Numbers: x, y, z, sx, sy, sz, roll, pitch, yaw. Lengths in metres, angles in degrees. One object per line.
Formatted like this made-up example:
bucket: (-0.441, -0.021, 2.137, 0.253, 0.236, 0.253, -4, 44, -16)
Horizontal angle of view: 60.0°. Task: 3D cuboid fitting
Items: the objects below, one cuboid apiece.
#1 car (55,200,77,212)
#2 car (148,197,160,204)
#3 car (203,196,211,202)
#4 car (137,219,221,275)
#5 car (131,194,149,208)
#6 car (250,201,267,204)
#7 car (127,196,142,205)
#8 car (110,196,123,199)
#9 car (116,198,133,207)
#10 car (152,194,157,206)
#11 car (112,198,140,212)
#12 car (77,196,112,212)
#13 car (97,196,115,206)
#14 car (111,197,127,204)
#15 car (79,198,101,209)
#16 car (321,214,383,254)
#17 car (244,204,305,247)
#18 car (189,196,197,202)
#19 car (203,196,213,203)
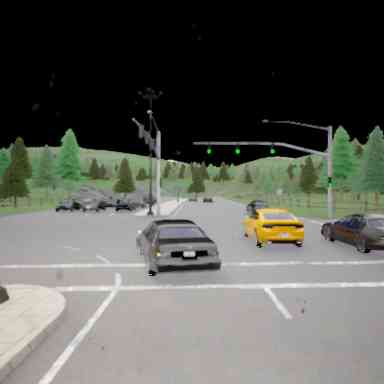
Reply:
car: (-15.042, 1.680, 40.700, 1.994, 1.385, 4.181, 0, 0, 0)
car: (-7.986, 1.734, 70.600, 2.033, 1.411, 5.357, 0, 0, 0)
car: (3.761, 1.790, 83.746, 1.994, 1.385, 4.181, 0, 0, 2)
car: (-0.651, 1.578, 10.630, 2.033, 1.411, 5.357, 0, 0, -13)
car: (-8.001, 1.494, 49.889, 2.097, 1.767, 4.553, 0, 0, 0)
car: (7.100, 1.649, 35.872, 2.033, 1.411, 5.357, 0, 0, 0)
car: (-11.498, 1.685, 66.808, 2.128, 1.511, 4.902, 0, 0, 0)
car: (-11.501, 1.702, 48.556, 1.994, 1.385, 4.181, 0, 0, 0)
car: (-11.501, 1.725, 56.674, 1.994, 1.385, 4.181, 0, 0, 0)
car: (-8.001, 1.392, 60.190, 2.150, 2.045, 5.566, 0, 0, 0)
car: (-8.048, 1.717, 40.945, 1.895, 1.301, 4.718, 0, 0, 0)
car: (-11.561, 1.605, 39.695, 2.128, 1.511, 4.902, 0, 0, 1)
car: (-15.001, 1.518, 58.192, 2.097, 1.767, 4.553, 0, 0, 0)
car: (-14.997, 1.734, 68.434, 2.033, 1.411, 5.357, 0, 0, 0)
car: (-15.001, 1.666, 49.329, 1.812, 1.442, 4.674, 0, 0, 0)
car: (7.100, 1.586, 13.532, 2.033, 1.411, 5.357, 0, 0, 0)
car: (3.600, 1.521, 15.338, 1.882, 1.535, 5.008, 0, 0, 0)
car: (0.250, 1.789, 83.384, 1.994, 1.385, 4.181, 0, 0, 2)
car: (3.540, 1.686, 73.388, 1.882, 1.535, 5.008, 0, 0, 1)
